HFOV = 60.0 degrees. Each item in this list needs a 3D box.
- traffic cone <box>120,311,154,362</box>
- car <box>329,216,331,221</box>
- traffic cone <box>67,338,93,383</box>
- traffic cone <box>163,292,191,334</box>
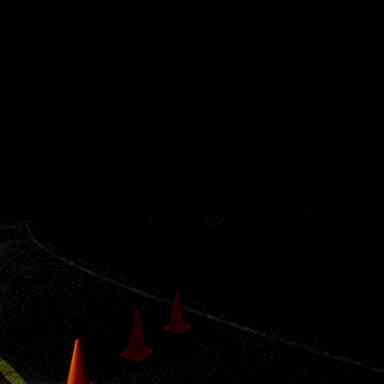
[{"bbox_3d":[-0.758,1.938,4.585,0.340,0.580,0.340,1,1,31],"label":"traffic cone"},{"bbox_3d":[35.621,6.632,82.730,1.851,1.617,3.988,-4,-3,4],"label":"car"},{"bbox_3d":[-1.277,1.945,3.735,0.340,0.580,0.340,1,1,31],"label":"traffic cone"},{"bbox_3d":[-0.238,1.931,5.435,0.340,0.580,0.340,1,1,31],"label":"traffic cone"}]
